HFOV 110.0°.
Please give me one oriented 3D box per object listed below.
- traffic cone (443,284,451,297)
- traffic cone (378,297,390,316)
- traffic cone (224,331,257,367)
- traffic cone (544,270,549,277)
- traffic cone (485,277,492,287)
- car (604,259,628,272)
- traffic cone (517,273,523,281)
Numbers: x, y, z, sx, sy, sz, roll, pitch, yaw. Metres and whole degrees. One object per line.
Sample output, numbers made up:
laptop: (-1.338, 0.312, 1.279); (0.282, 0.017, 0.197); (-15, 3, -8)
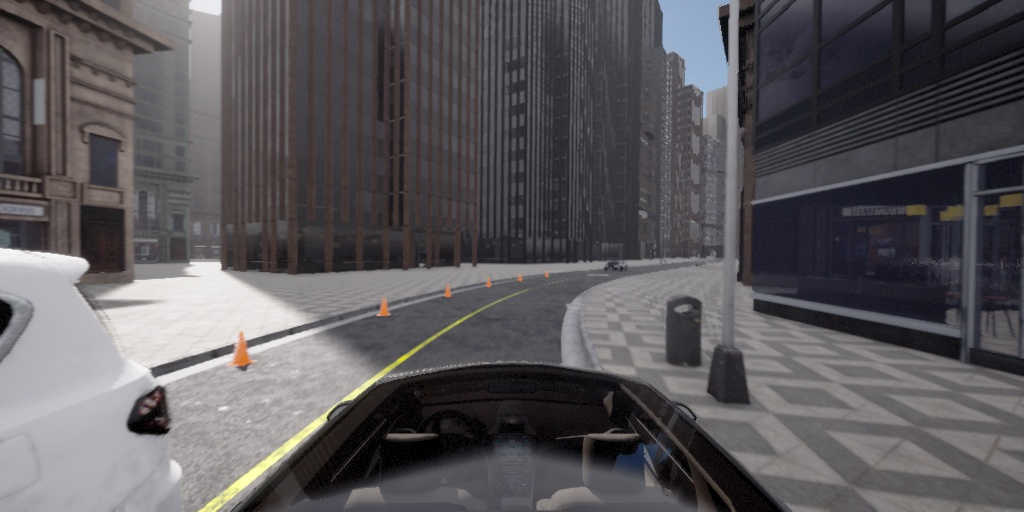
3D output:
traffic cone: (-2.983, 1.582, 16.677); (0.340, 0.580, 0.340); (0, 0, 15)
traffic cone: (-4.127, 1.606, 11.574); (0.340, 0.580, 0.340); (0, 0, 10)
traffic cone: (-4.827, 1.628, 6.390); (0.340, 0.580, 0.340); (0, 0, 5)
traffic cone: (3.002, 1.504, 31.141); (0.340, 0.580, 0.340); (0, 0, 30)
traffic cone: (-1.406, 1.556, 21.664); (0.340, 0.580, 0.340); (0, 0, 20)
car: (12.408, 1.092, 42.723); (1.994, 1.385, 4.181); (1, 1, 32)
traffic cone: (0.594, 1.529, 26.497); (0.340, 0.580, 0.340); (0, 0, 25)
